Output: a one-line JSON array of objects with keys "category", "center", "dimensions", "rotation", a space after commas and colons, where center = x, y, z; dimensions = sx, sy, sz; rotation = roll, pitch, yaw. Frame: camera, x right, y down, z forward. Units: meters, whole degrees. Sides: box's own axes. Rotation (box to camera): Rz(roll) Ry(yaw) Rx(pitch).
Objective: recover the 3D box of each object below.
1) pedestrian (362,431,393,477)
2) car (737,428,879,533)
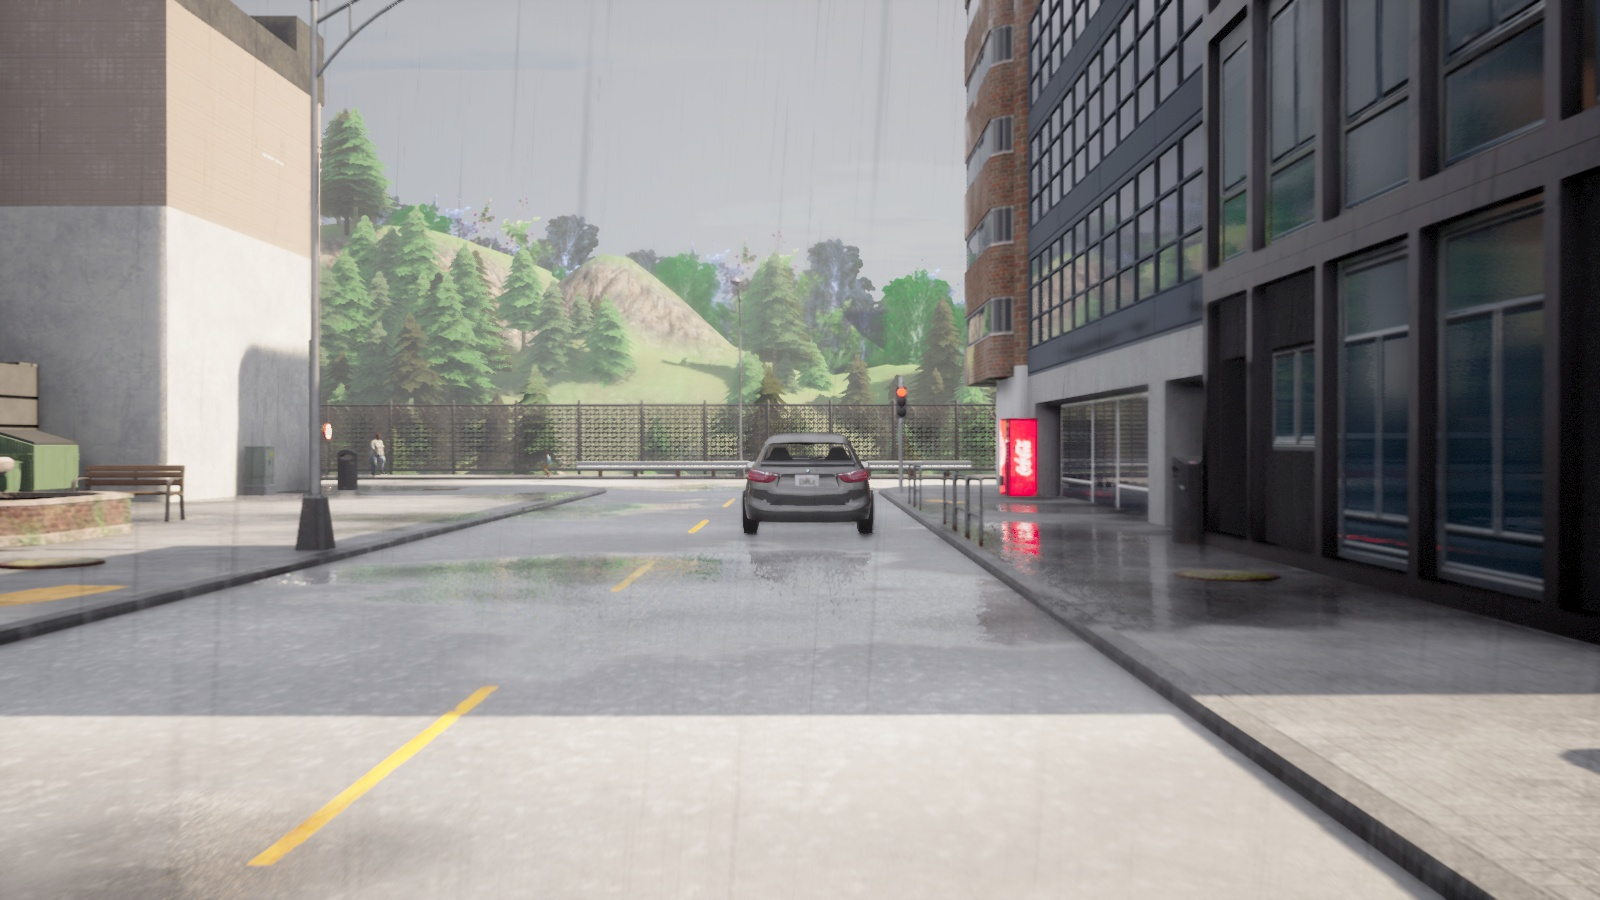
[{"category": "pedestrian", "center": [-17.377, 0.151, 51.673], "dimensions": [0.900, 1.855, 0.874], "rotation": [0, 0, 43]}, {"category": "car", "center": [0.140, 0.465, 22.263], "dimensions": [2.242, 1.667, 4.611], "rotation": [0, 0, 0]}]
